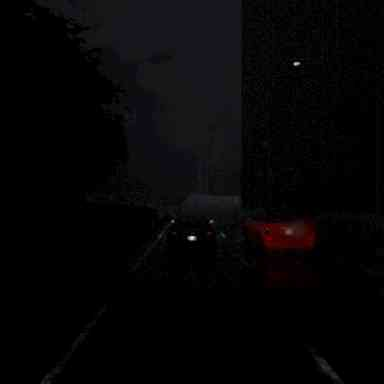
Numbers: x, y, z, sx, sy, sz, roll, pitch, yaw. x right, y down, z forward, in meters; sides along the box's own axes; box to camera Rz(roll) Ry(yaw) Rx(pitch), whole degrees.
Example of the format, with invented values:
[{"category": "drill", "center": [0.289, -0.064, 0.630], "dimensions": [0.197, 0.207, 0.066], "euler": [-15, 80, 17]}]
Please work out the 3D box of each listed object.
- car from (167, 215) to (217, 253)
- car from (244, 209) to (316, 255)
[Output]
[{"category": "car", "center": [0.005, 1.696, 14.325], "dimensions": [1.994, 1.385, 4.181], "euler": [0, 0, 0]}, {"category": "car", "center": [3.501, 1.480, 14.067], "dimensions": [2.097, 1.767, 4.553], "euler": [0, -1, 0]}]
